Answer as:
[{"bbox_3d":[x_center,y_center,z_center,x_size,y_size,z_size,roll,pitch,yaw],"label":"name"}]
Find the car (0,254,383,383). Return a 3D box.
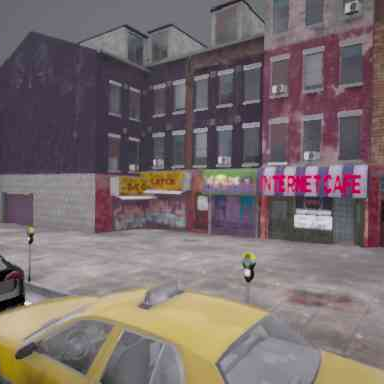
[{"bbox_3d":[-0.471,1.523,3.126,4.829,1.417,1.752,0,1,36],"label":"car"}]
